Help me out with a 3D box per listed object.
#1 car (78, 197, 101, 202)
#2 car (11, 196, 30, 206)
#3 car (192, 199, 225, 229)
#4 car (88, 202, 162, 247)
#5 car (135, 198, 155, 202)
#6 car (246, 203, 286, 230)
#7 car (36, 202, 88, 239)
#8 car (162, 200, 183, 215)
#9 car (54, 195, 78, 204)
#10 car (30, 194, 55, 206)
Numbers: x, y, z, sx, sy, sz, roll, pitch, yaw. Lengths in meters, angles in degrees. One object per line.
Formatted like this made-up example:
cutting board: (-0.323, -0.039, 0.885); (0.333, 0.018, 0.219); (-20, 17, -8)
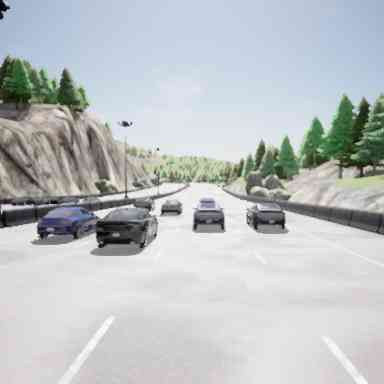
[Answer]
car: (-15.331, 1.465, 50.945); (1.994, 1.385, 4.181); (0, 0, 2)
car: (-25.823, 1.396, 51.350); (1.837, 1.490, 4.892); (0, 0, 2)
car: (1.057, 1.434, 21.121); (2.128, 1.511, 4.902); (0, 0, 2)
car: (-2.710, 1.438, 14.784); (1.882, 1.535, 5.008); (0, 0, 2)
car: (-5.284, 1.389, 37.322); (2.128, 1.511, 4.902); (0, 0, 2)
car: (4.549, 1.436, 20.908); (2.128, 1.511, 4.902); (0, 0, 2)
car: (-6.124, 1.480, 16.929); (1.812, 1.442, 4.674); (0, 0, 2)
car: (-1.959, 1.460, 32.978); (2.033, 1.411, 5.357); (0, 0, 2)
car: (-18.828, 1.449, 51.089); (1.994, 1.385, 4.181); (0, 0, 2)
car: (-22.324, 1.233, 51.261); (2.097, 1.767, 4.553); (0, 0, 2)
